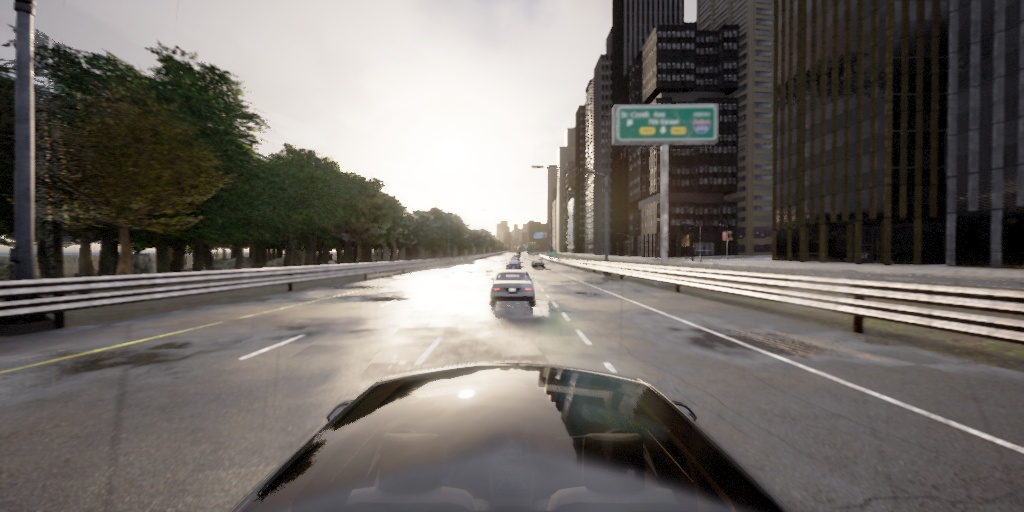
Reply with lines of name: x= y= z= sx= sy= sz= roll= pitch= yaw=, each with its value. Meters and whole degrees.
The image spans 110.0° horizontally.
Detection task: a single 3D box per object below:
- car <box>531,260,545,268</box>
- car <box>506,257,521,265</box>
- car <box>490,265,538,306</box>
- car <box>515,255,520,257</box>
car: x=3.926 y=1.190 z=55.157 sx=1.895 sy=1.301 sz=4.718 roll=0 pitch=0 yaw=1
car: x=0.205 y=1.188 z=43.772 sx=1.812 sy=1.442 sz=4.674 roll=0 pitch=0 yaw=1
car: x=0.026 y=1.294 z=15.802 sx=2.033 sy=1.411 sz=5.357 roll=0 pitch=0 yaw=0
car: x=0.415 y=1.040 z=62.300 sx=1.837 sy=1.490 sz=4.892 roll=0 pitch=0 yaw=1
